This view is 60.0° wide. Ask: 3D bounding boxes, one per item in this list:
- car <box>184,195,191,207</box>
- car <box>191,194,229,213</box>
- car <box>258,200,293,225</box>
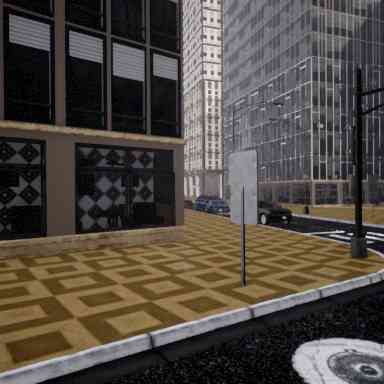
[{"bbox_3d":[-1.318,1.093,41.344,1.994,1.385,4.181,-1,1,-18],"label":"car"},{"bbox_3d":[1.835,1.020,31.924,2.097,1.767,4.553,-1,1,-19],"label":"car"},{"bbox_3d":[4.884,1.277,22.851,1.882,1.535,5.008,-1,1,-19],"label":"car"}]
